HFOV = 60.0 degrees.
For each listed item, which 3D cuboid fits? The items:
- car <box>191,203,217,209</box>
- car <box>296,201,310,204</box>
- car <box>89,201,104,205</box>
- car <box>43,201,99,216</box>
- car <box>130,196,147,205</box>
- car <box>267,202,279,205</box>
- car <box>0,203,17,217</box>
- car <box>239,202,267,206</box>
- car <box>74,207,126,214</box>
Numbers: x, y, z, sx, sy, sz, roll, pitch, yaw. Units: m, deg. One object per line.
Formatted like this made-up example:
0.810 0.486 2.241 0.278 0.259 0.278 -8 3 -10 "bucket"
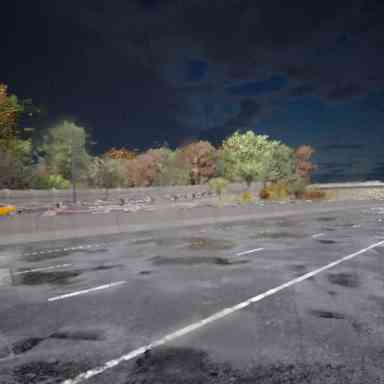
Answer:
1.701 2.394 47.114 1.837 1.490 4.892 -2 -2 42 "car"
18.363 2.310 55.213 1.837 1.490 4.892 -2 -2 42 "car"
-15.895 2.118 52.419 2.033 1.411 5.357 -2 0 19 "car"
-11.834 2.038 31.919 2.097 1.767 4.553 3 -2 42 "car"
-10.593 1.722 67.008 2.097 1.767 4.553 -2 0 21 "car"
14.686 2.541 61.549 2.033 1.411 5.357 -2 -2 42 "car"
-21.452 1.987 35.949 1.882 1.535 5.008 -1 -1 21 "car"
7.239 2.065 42.820 2.097 1.767 4.553 -2 -1 42 "car"
-6.807 2.134 27.122 1.812 1.442 4.674 -2 -2 42 "car"
